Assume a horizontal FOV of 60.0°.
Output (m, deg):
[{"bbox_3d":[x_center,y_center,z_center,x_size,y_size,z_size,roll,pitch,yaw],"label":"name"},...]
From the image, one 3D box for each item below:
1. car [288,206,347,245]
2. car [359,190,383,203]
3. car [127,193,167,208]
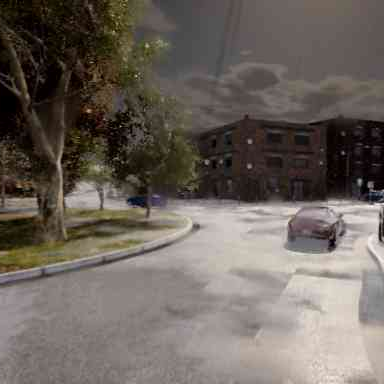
[{"bbox_3d":[5.535,1.346,14.627,1.812,1.442,4.674,1,1,30],"label":"car"},{"bbox_3d":[25.950,0.548,46.925,2.185,1.767,4.553,-1,1,-25],"label":"car"},{"bbox_3d":[-4.743,0.877,34.348,5.008,1.535,1.882,1,1,42],"label":"car"}]
